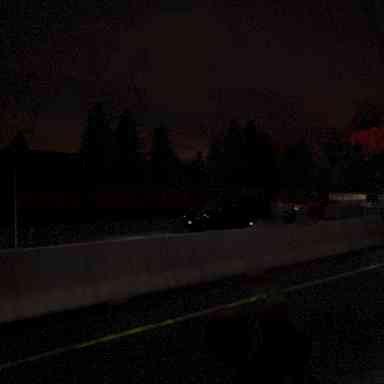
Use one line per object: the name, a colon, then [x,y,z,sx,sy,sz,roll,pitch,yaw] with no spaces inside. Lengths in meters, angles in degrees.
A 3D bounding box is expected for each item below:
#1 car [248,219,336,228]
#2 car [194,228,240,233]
car: [4.901,1.552,16.089,4.718,1.301,1.895,0,0,-36]
car: [2.136,1.176,18.394,5.566,2.045,2.150,0,0,-35]
